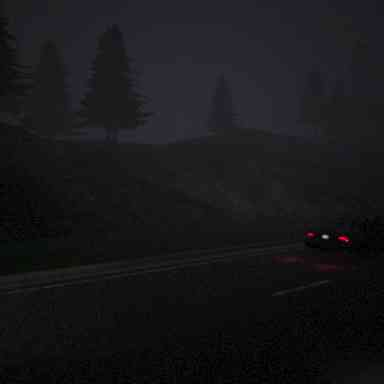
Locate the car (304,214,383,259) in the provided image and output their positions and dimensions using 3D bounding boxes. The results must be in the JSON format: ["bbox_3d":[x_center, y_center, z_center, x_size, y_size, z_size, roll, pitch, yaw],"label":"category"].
[{"bbox_3d":[6.524,1.561,12.631,5.357,1.411,2.033,0,0,-35],"label":"car"}]
